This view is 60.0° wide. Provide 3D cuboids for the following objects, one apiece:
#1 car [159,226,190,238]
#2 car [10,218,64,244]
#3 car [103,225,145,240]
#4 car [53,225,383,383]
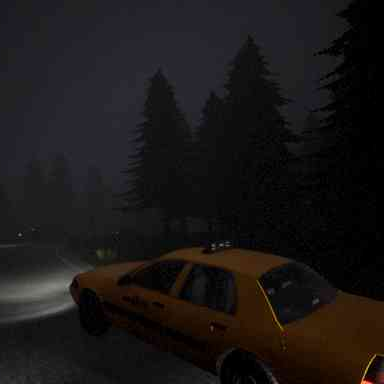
[{"bbox_3d":[-2.325,5.543,46.250,1.882,1.535,5.008,-5,-8,30],"label":"car"},{"bbox_3d":[-12.760,3.220,28.056,2.150,2.045,5.566,-4,-7,7],"label":"car"},{"bbox_3d":[-7.439,4.510,36.939,2.033,1.411,5.357,-4,-8,20],"label":"car"},{"bbox_3d":[0.153,1.440,4.725,5.366,1.575,1.801,0,1,43],"label":"car"}]
